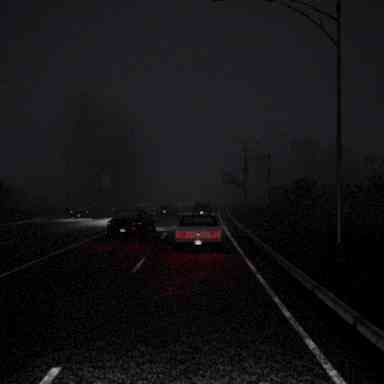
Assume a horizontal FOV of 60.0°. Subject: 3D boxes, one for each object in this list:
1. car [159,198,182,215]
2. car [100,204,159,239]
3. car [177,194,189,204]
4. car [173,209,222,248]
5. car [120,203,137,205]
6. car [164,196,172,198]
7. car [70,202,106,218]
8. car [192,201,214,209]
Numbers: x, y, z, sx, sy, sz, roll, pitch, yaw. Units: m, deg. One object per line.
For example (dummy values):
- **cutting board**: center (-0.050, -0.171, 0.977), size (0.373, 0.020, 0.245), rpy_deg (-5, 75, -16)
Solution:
- **car**: center (-2.414, 1.658, 33.177), size (1.812, 1.442, 4.674), rpy_deg (0, 0, 3)
- **car**: center (-3.123, 1.596, 17.613), size (1.812, 1.442, 4.674), rpy_deg (0, 0, 2)
- **car**: center (-1.985, 1.490, 73.307), size (2.150, 2.045, 5.566), rpy_deg (0, 0, 8)
- **car**: center (0.300, 1.662, 15.040), size (1.895, 1.301, 4.718), rpy_deg (0, 0, 1)
- **car**: center (-6.187, 1.727, 32.094), size (1.895, 1.301, 4.718), rpy_deg (0, 0, 3)
- **car**: center (-5.443, 1.764, 73.852), size (1.837, 1.490, 4.892), rpy_deg (0, 0, 8)
- **car**: center (-9.723, 1.671, 31.663), size (2.033, 1.411, 5.357), rpy_deg (0, 0, 3)
- **car**: center (1.032, 1.634, 32.143), size (1.837, 1.490, 4.892), rpy_deg (0, 0, 3)
